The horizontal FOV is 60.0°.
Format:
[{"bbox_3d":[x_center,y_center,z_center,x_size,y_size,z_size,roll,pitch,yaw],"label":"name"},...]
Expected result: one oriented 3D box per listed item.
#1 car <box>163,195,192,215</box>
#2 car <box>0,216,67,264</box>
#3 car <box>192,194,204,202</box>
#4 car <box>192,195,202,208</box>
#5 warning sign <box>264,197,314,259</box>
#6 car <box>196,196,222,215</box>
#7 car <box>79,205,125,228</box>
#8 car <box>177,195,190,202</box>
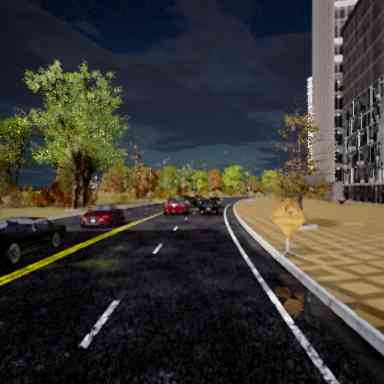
[{"bbox_3d":[-1.499,1.302,33.465,2.097,1.767,4.553,0,0,6],"label":"car"},{"bbox_3d":[-6.319,1.578,11.880,1.895,1.301,4.718,0,0,2],"label":"car"},{"bbox_3d":[1.324,1.344,74.481,1.882,1.535,5.008,0,0,11],"label":"car"},{"bbox_3d":[-0.024,1.412,46.805,1.882,1.535,5.008,0,0,8],"label":"car"},{"bbox_3d":[3.042,1.102,10.602,1.300,1.860,1.060,0,0,2],"label":"warning sign"},{"bbox_3d":[1.773,1.433,33.333,1.882,1.535,5.008,0,0,6],"label":"car"},{"bbox_3d":[-5.803,1.527,21.933,1.994,1.385,4.181,0,0,4],"label":"car"},{"bbox_3d":[-1.851,1.358,75.176,1.837,1.490,4.892,0,0,11],"label":"car"}]
